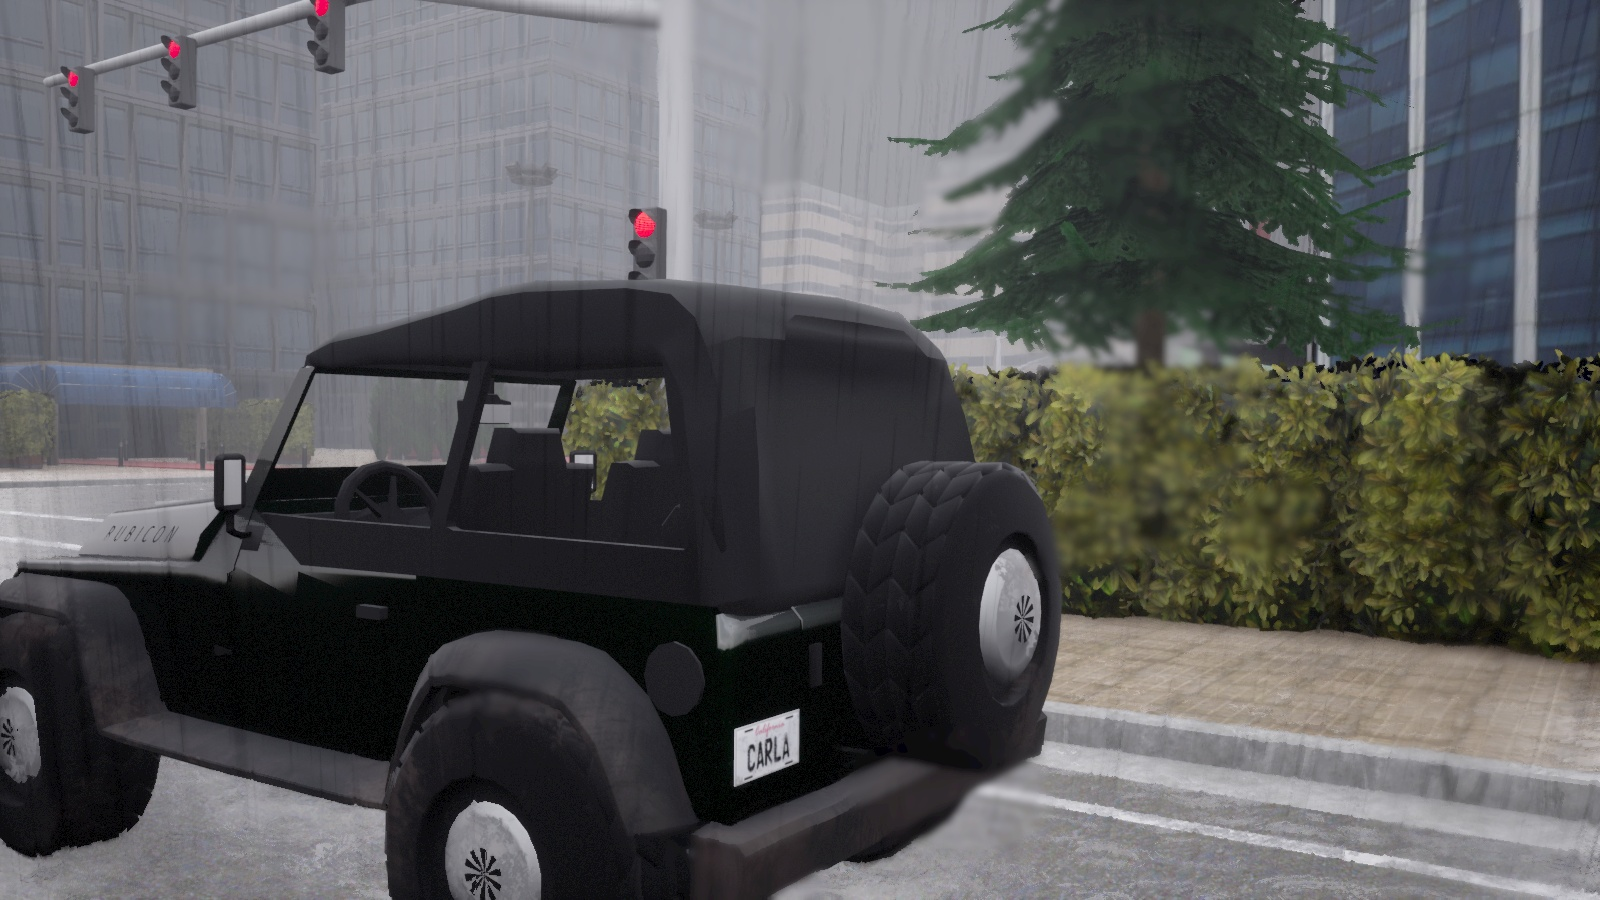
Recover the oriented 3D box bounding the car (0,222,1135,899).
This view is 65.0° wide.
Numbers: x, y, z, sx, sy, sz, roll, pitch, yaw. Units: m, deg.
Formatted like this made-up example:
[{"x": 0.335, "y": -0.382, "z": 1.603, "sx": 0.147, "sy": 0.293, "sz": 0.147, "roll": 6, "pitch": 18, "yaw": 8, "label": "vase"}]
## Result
[{"x": -1.061, "y": 0.478, "z": 4.325, "sx": 3.866, "sy": 1.878, "sz": 1.905, "roll": 0, "pitch": 1, "yaw": 34, "label": "car"}]
